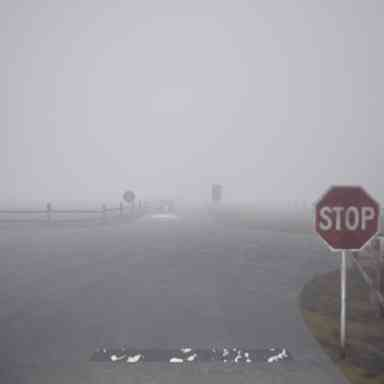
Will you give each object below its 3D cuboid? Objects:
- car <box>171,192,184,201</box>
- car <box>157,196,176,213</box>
[{"bbox_3d":[-2.784,1.034,64.884,2.150,2.045,5.566,0,0,0],"label":"car"},{"bbox_3d":[-2.769,1.508,37.191,2.128,1.511,4.902,0,0,0],"label":"car"}]
